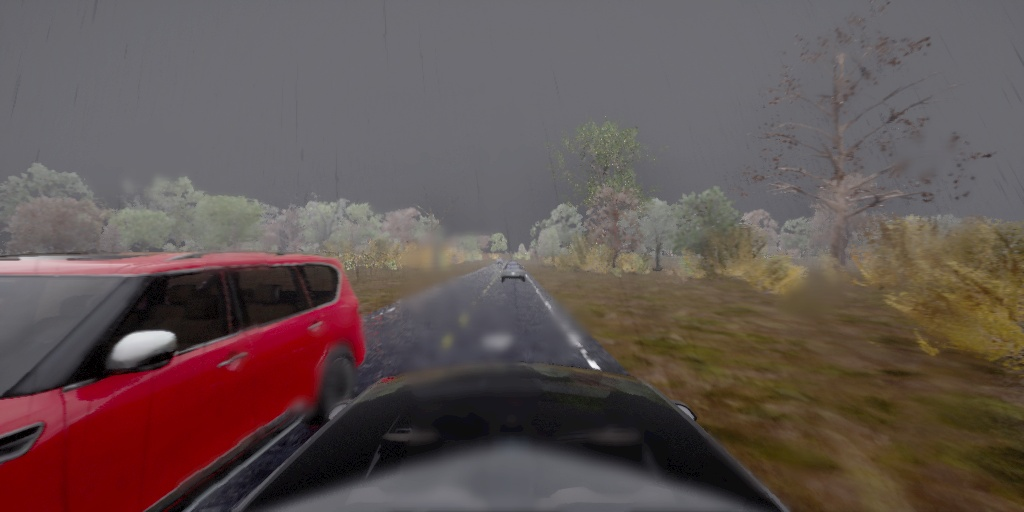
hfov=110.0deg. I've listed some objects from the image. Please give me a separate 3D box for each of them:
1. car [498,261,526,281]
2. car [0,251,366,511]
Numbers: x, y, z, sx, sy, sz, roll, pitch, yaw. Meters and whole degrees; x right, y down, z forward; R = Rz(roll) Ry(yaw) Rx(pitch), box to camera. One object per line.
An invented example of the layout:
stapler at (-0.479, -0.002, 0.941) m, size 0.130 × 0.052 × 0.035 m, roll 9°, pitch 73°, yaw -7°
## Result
car at (0.096, 1.324, 29.908) m, size 1.994 × 1.385 × 4.181 m, roll 0°, pitch 0°, yaw 0°
car at (-3.100, 0.972, 2.766) m, size 2.150 × 2.045 × 5.566 m, roll 0°, pitch 0°, yaw 0°
